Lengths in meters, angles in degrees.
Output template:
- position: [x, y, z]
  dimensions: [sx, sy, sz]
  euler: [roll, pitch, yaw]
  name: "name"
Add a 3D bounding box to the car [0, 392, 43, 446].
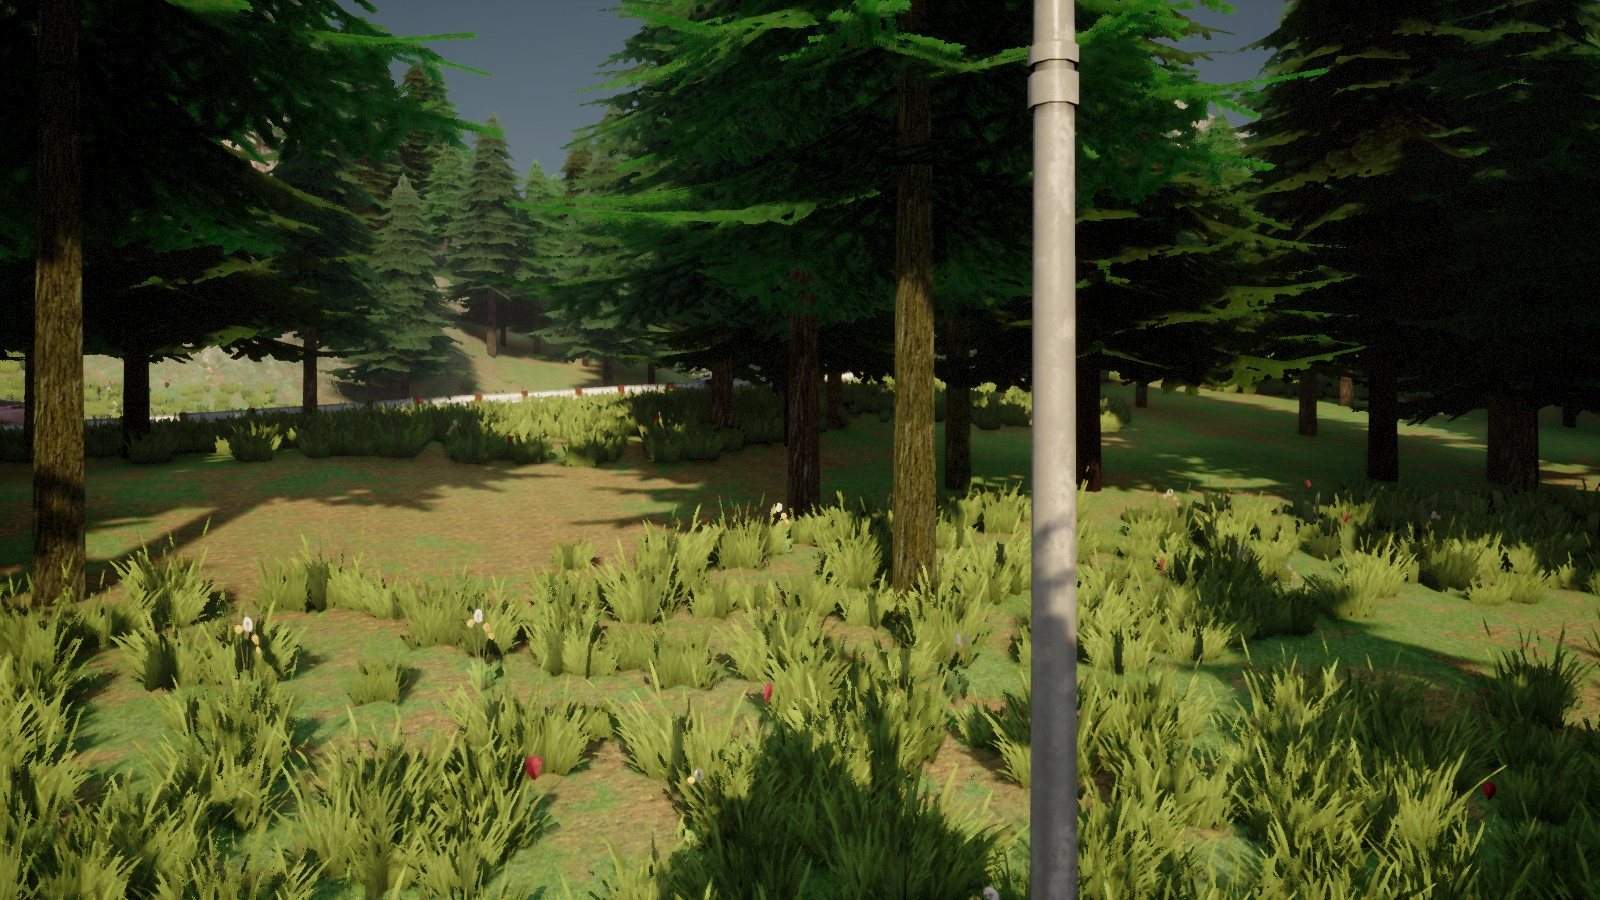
- position: [-24.814, -0.774, 33.222]
  dimensions: [4.514, 1.525, 2.007]
  euler: [-5, 3, -35]
  name: "car"
